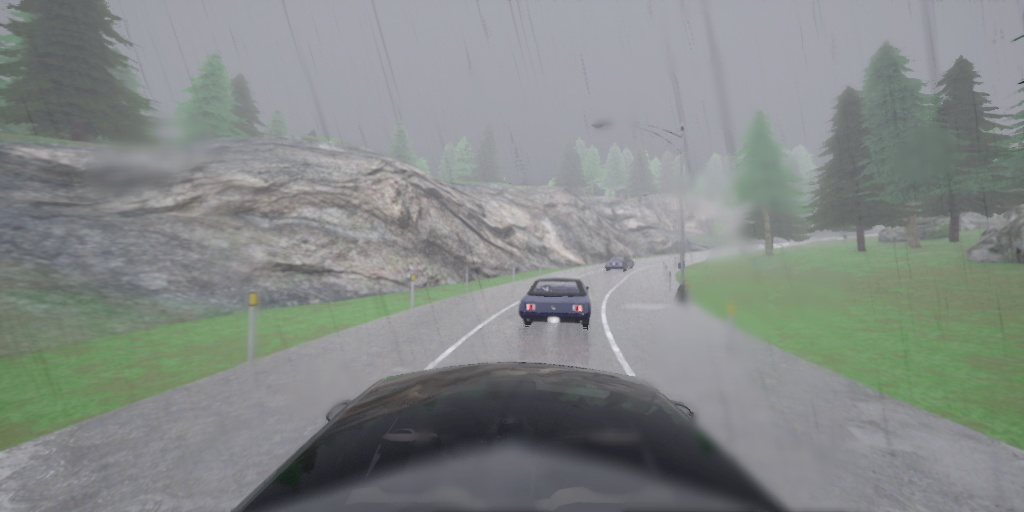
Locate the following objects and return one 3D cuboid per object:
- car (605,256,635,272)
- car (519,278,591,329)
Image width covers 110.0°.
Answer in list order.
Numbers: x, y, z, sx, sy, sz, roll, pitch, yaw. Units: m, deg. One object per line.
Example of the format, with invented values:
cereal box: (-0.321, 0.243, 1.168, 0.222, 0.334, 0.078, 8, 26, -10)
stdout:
car: (10.519, 0.697, 34.805, 2.033, 1.411, 5.357, 0, 2, 30)
car: (1.499, 1.338, 11.409, 1.895, 1.301, 4.718, 0, 0, 11)
